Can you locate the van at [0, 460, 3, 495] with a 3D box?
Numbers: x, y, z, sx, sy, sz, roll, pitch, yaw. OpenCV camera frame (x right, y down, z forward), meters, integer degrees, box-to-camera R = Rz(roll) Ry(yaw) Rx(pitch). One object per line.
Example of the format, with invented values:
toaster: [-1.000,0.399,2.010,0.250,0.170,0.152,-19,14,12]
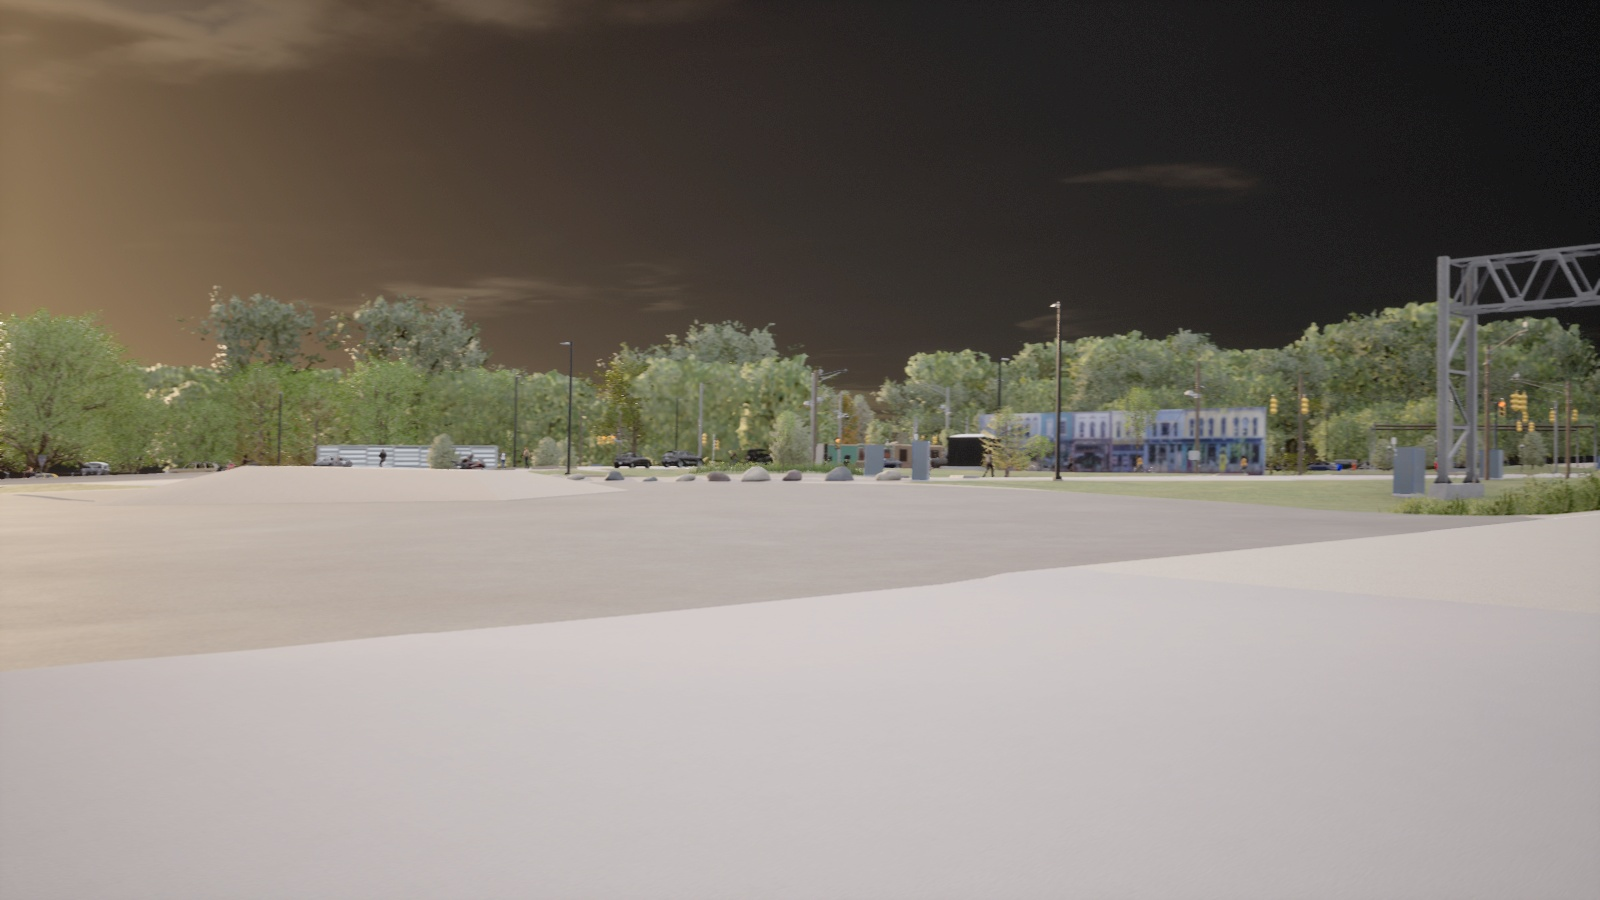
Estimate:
van: [-47.987,1.684,71.260,4.442,1.987,1.775,-4,-1,7]

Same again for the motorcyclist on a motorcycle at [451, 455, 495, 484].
motorcyclist on a motorcycle: [-18.330,1.065,70.367,2.191,1.530,0.866,-2,0,6]
